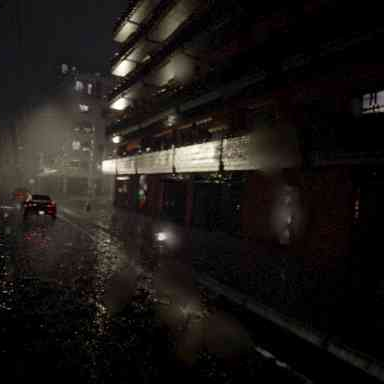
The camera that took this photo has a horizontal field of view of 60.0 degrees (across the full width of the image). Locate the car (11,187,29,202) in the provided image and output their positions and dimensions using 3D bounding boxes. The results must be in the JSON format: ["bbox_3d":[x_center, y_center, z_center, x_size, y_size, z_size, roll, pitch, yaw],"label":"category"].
[{"bbox_3d":[-18.557,0.248,36.269,1.882,1.535,5.008,4,0,-30],"label":"car"}]

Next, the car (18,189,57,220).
[{"bbox_3d":[-9.834,0.857,21.290,1.837,1.490,4.892,4,0,-30],"label":"car"}]
